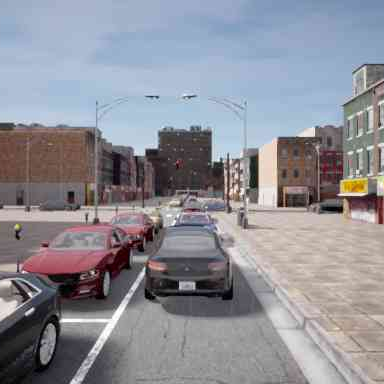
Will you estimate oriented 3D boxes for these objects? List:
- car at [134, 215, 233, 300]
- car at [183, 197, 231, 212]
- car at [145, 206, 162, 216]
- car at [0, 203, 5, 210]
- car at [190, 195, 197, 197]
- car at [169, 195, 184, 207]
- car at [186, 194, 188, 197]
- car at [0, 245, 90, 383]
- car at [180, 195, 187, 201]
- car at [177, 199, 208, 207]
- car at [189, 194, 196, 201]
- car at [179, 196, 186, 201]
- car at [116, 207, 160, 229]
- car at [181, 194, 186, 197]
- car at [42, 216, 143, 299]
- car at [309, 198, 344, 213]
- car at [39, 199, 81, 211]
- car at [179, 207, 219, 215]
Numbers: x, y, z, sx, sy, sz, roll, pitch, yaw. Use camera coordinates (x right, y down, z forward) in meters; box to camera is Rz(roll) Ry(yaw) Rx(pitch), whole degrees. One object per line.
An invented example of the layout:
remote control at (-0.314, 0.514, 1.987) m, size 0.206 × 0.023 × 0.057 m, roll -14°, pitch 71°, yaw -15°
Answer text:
car at (-0.041, 1.529, 8.309) m, size 1.812 × 1.442 × 4.674 m, roll 0°, pitch 0°, yaw 1°
car at (1.870, 1.632, 39.556) m, size 5.357 × 1.411 × 2.033 m, roll 1°, pitch 0°, yaw 0°
car at (-2.601, 1.540, 19.272) m, size 1.752 × 1.417 × 4.829 m, roll 0°, pitch 0°, yaw 0°
car at (-23.226, 1.383, 36.525) m, size 4.892 × 1.490 × 1.837 m, roll 0°, pitch 0°, yaw 0°
car at (0.141, 1.778, 81.695) m, size 1.895 × 1.301 × 4.718 m, roll 0°, pitch 0°, yaw 0°
car at (-2.546, 1.606, 51.230) m, size 1.752 × 1.417 × 4.829 m, roll 0°, pitch 0°, yaw 0°
car at (-2.500, 1.695, 78.449) m, size 1.752 × 1.417 × 4.829 m, roll 0°, pitch 0°, yaw 0°
car at (-2.629, 1.552, 2.960) m, size 2.008 × 1.369 × 4.403 m, roll 0°, pitch 0°, yaw 0°
car at (-2.471, 1.672, 94.952) m, size 1.967 × 1.590 × 4.097 m, roll 0°, pitch 0°, yaw 0°
car at (0.156, 1.530, 25.985) m, size 1.837 × 1.490 × 4.892 m, roll 0°, pitch 0°, yaw 2°
car at (0.159, 1.576, 91.860) m, size 2.097 × 1.767 × 4.553 m, roll 0°, pitch 0°, yaw 0°
car at (-2.481, 1.757, 89.508) m, size 1.887 × 1.381 × 4.507 m, roll 0°, pitch 0°, yaw 0°
car at (-2.610, 1.553, 13.949) m, size 1.887 × 1.381 × 4.507 m, roll 0°, pitch 0°, yaw 0°
car at (-2.536, 1.411, 56.843) m, size 2.192 × 1.841 × 5.009 m, roll 0°, pitch 0°, yaw 0°
car at (-2.619, 1.548, 8.454) m, size 1.887 × 1.381 × 4.507 m, roll 0°, pitch 0°, yaw 0°
car at (16.368, 1.616, 39.605) m, size 4.553 × 1.767 × 2.097 m, roll 1°, pitch 0°, yaw 0°
car at (-14.474, 1.505, 36.553) m, size 4.181 × 1.385 × 1.994 m, roll 0°, pitch 0°, yaw 0°
car at (0.121, 1.611, 15.684) m, size 1.895 × 1.301 × 4.718 m, roll 0°, pitch 0°, yaw 0°
